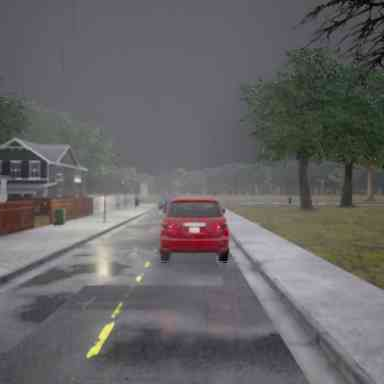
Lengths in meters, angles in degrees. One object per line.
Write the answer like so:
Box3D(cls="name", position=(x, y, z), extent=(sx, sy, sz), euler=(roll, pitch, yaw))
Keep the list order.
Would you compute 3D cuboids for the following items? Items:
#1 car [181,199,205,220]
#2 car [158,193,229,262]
Box3D(cls="car", position=(0.089, 1.424, 28.632), extent=(1.837, 1.490, 4.892), euler=(0, 0, 0))
Box3D(cls="car", position=(0.084, 1.183, 12.159), extent=(2.150, 2.045, 5.566), euler=(0, 0, 0))
